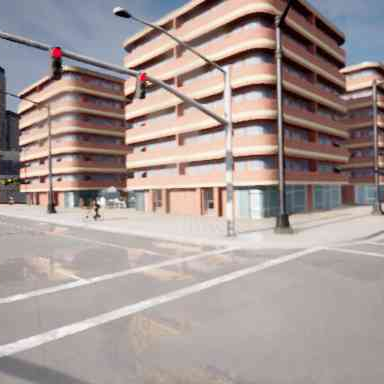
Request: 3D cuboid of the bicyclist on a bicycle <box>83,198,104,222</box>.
[{"bbox_3d":[-6.856,1.258,23.155,0.582,1.620,1.656,0,1,44],"label":"bicyclist on a bicycle"}]
